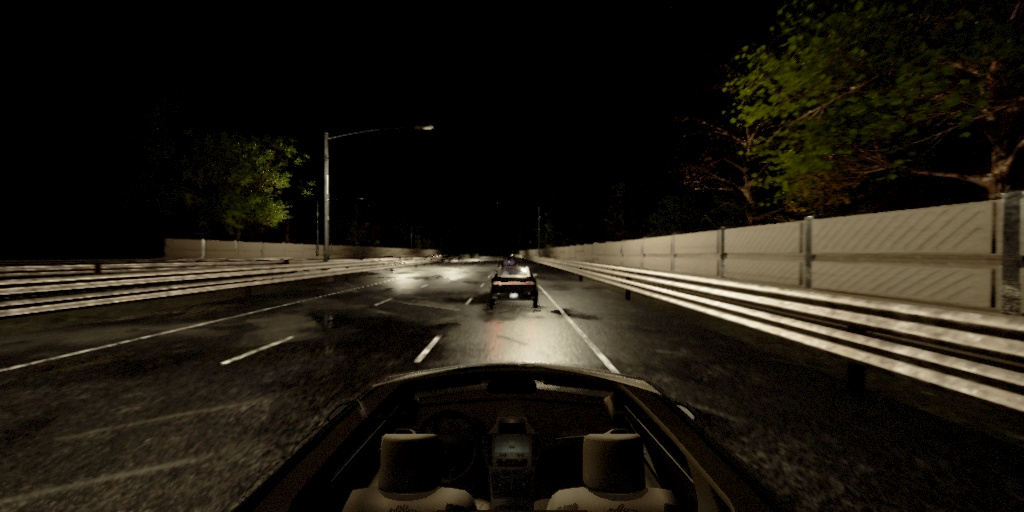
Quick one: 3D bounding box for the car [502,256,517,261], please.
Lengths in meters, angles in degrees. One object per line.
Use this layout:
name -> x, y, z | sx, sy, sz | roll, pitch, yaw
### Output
car -> -0.383, 0.776, 47.838 | 2.033, 1.649, 4.856 | 0, 0, -1

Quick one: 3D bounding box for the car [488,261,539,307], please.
car -> 0.055, 1.133, 14.755 | 2.128, 1.511, 4.902 | 0, 1, 0
